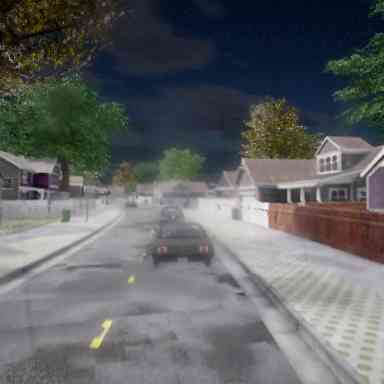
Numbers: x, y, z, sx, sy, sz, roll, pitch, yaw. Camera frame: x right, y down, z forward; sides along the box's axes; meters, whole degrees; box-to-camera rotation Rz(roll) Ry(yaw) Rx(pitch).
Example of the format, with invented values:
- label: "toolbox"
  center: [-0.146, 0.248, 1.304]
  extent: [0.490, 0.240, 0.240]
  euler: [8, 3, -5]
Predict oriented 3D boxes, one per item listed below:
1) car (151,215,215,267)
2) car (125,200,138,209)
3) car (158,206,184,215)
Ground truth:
- label: "car"
  center: [-0.382, 1.713, 11.886]
  extent: [1.895, 1.301, 4.718]
  euler: [0, -1, -3]
- label: "car"
  center: [-10.373, 2.123, 57.048]
  extent: [1.994, 1.385, 4.181]
  euler: [0, -1, -14]
- label: "car"
  center: [-1.551, 1.788, 25.359]
  extent: [2.033, 1.411, 5.357]
  euler: [0, -1, -6]
